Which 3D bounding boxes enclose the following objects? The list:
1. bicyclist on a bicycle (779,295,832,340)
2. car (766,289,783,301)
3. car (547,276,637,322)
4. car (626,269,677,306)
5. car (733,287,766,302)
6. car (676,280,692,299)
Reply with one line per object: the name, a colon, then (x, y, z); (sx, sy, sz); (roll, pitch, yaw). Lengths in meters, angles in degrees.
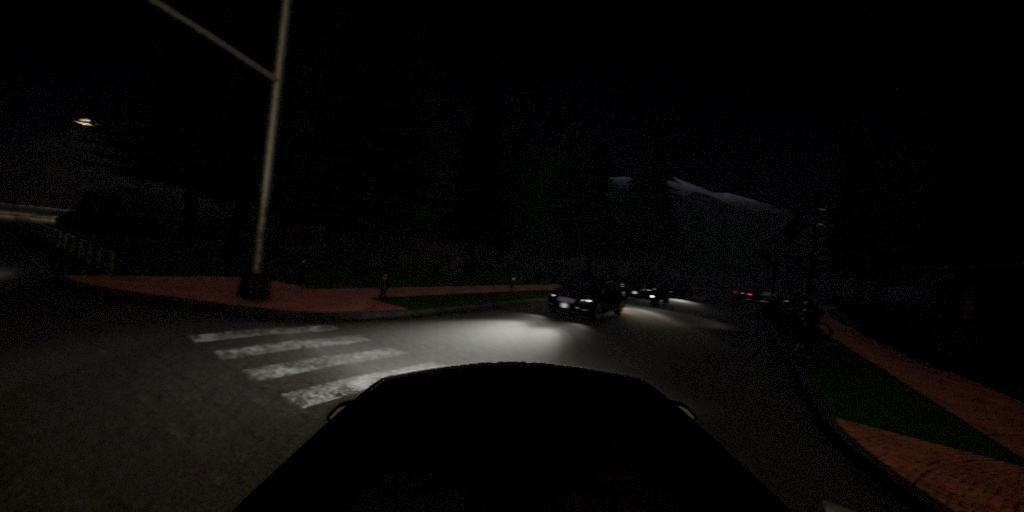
bicyclist on a bicycle: (11.694, 2.415, 14.258); (1.656, 1.620, 0.582); (8, 1, 33)
car: (34.176, 5.062, 47.216); (4.674, 1.442, 1.812); (6, 1, -41)
car: (3.191, 1.609, 14.613); (2.128, 1.511, 4.902); (7, 0, 33)
car: (8.687, 1.926, 23.049); (2.150, 2.045, 5.566); (7, 0, 34)
car: (25.702, 4.143, 39.147); (2.033, 1.411, 5.357); (7, 1, 43)
car: (14.458, 2.833, 31.395); (1.837, 1.490, 4.892); (7, 0, 37)
